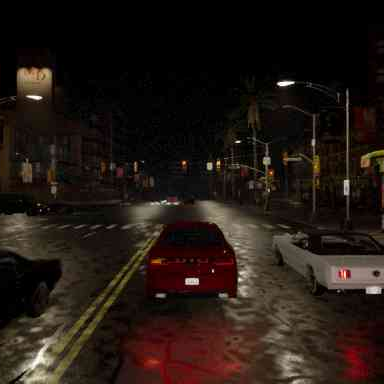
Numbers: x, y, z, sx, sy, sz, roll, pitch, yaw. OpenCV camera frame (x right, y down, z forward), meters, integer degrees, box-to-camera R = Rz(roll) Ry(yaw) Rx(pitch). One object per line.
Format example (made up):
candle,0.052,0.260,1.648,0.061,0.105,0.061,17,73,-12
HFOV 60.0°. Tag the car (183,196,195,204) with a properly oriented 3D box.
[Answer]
car,-0.516,1.491,61.449,2.128,1.511,4.902,0,0,0

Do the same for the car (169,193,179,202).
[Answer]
car,-4.261,1.225,80.645,2.150,2.045,5.566,0,0,-1

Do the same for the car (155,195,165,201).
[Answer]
car,-7.765,1.524,81.063,1.812,1.442,4.674,0,0,-1

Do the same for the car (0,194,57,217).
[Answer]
car,-15.865,1.224,30.531,5.566,2.045,2.150,0,0,4

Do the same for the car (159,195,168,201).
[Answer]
car,-7.863,1.525,91.178,2.128,1.511,4.902,0,0,-1

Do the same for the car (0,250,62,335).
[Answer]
car,-3.624,1.601,4.682,1.895,1.301,4.718,0,0,0

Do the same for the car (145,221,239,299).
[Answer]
car,-0.006,1.478,8.530,1.882,1.535,5.008,0,0,0

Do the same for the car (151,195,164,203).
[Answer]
car,-7.674,1.540,71.568,2.033,1.411,5.357,0,0,-1

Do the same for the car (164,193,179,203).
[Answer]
car,-4.171,1.355,71.306,2.097,1.767,4.553,0,0,-1

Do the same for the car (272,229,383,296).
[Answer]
car,3.495,1.601,8.618,1.895,1.301,4.718,0,0,0

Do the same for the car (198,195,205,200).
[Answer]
car,2.650,1.524,90.074,1.812,1.442,4.674,0,0,-1

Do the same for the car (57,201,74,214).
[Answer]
car,-14.550,1.564,34.873,4.181,1.385,1.994,0,0,-8
